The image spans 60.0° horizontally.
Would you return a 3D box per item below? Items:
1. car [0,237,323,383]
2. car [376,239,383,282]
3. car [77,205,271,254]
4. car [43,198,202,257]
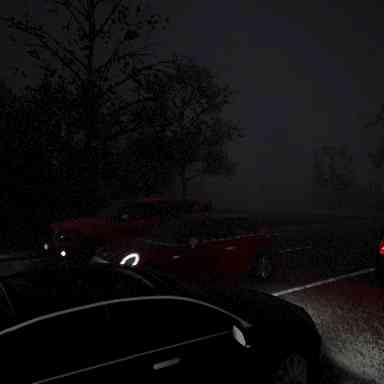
[{"bbox_3d":[-0.729,1.505,3.190,4.892,1.490,1.837,0,0,-35],"label":"car"},{"bbox_3d":[6.669,1.352,8.374,4.553,1.767,2.097,0,0,-35],"label":"car"},{"bbox_3d":[-0.132,1.352,8.151,4.553,1.767,2.097,0,0,-35],"label":"car"},{"bbox_3d":[-1.932,1.221,11.169,5.566,2.045,2.150,0,0,-35],"label":"car"}]
